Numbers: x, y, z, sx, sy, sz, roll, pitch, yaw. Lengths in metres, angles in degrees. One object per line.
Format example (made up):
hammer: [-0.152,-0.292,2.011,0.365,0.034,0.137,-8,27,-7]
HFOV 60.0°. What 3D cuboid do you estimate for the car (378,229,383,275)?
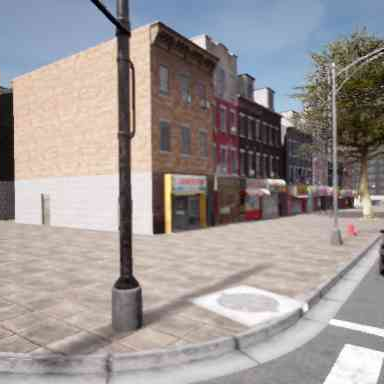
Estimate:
car: [6.874,1.505,9.953,1.882,1.535,5.008,-1,-1,35]
